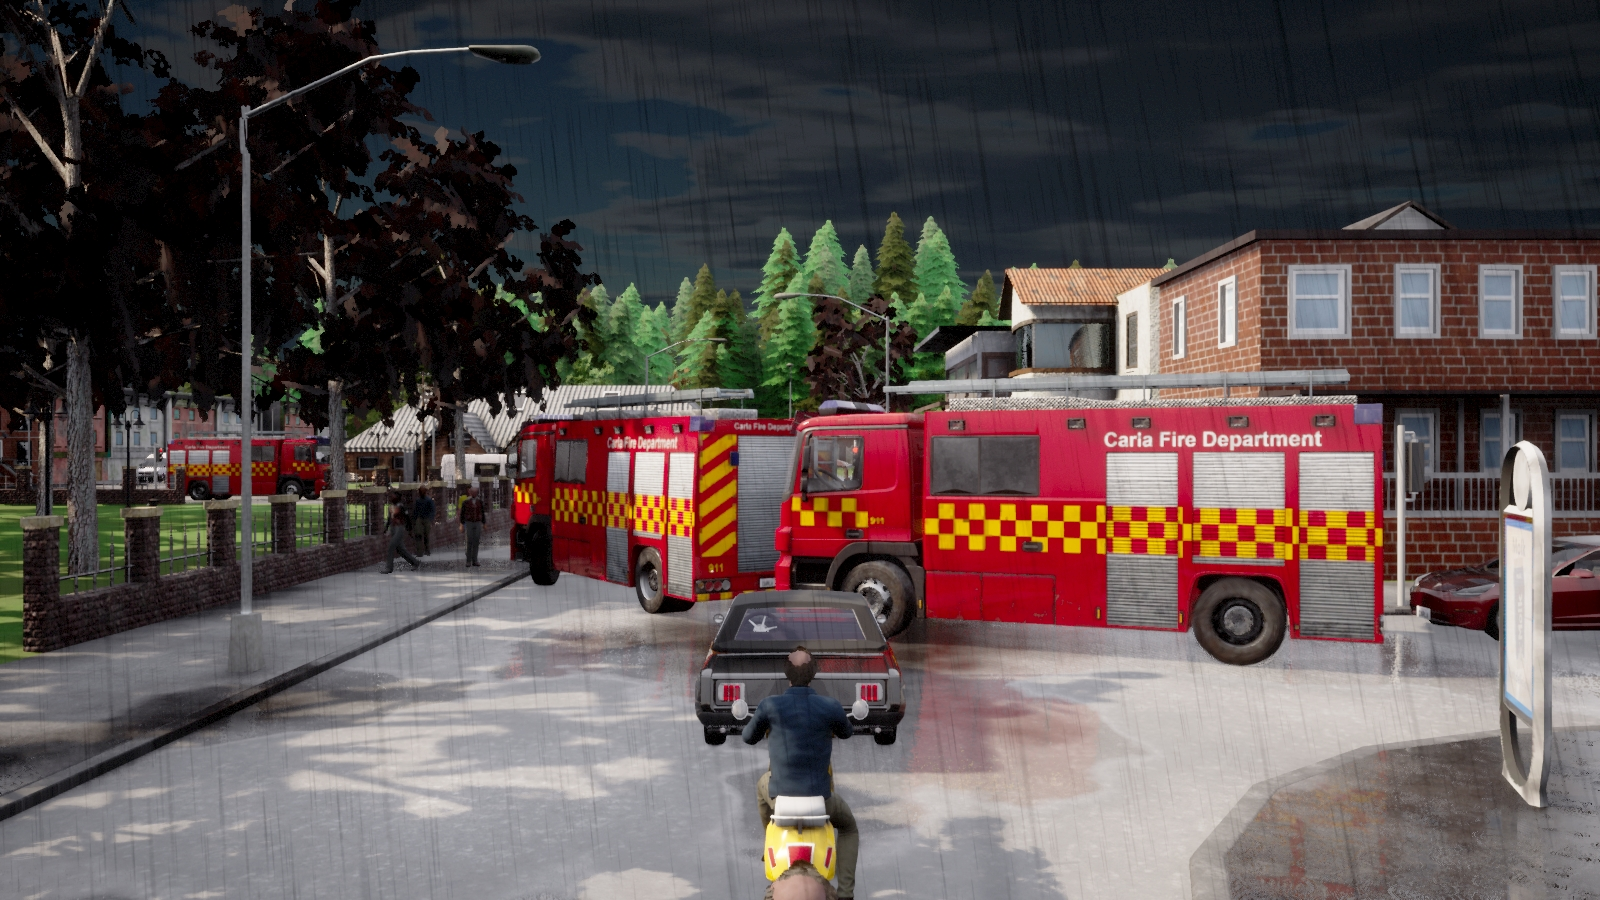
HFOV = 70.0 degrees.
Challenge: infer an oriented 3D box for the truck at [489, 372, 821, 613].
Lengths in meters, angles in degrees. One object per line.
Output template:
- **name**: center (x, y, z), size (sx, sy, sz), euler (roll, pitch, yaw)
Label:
- **truck**: center (-3.231, 0.662, 22.435), size (2.891, 3.827, 8.468), euler (0, 0, -34)

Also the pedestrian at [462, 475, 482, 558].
- **pedestrian**: center (-7.486, 1.514, 26.081), size (0.375, 1.860, 0.375), euler (0, 0, -29)

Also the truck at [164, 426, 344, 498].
- **truck**: center (-29.853, 0.645, 62.699), size (8.468, 3.827, 2.891), euler (0, 0, 1)

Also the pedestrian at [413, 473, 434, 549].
- **pedestrian**: center (-9.354, 1.513, 28.398), size (0.375, 1.860, 0.375), euler (0, 0, 1)

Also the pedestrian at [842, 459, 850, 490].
- **pedestrian**: center (2.783, 1.498, 69.094), size (0.375, 1.860, 0.375), euler (0, 0, 24)

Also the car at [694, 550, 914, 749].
- **car**: center (0.033, 1.930, 12.217), size (1.895, 1.301, 4.718), euler (0, 0, 0)

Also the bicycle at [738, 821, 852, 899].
- **bicycle**: center (-0.015, 1.938, 3.086), size (0.329, 1.271, 1.835), euler (0, 0, 0)

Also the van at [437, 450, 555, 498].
- **van**: center (-16.613, 1.289, 62.612), size (5.915, 2.561, 1.988), euler (0, 0, 0)

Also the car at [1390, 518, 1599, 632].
- **car**: center (11.887, 1.835, 17.293), size (4.792, 1.488, 2.163), euler (0, 0, 0)

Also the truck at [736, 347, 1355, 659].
- **truck**: center (3.485, 0.662, 17.021), size (8.468, 3.827, 2.891), euler (0, 0, 23)

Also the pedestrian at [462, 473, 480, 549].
- **pedestrian**: center (-8.181, 1.514, 28.411), size (0.375, 1.860, 0.375), euler (0, 0, -23)

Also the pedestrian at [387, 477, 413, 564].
- **pedestrian**: center (-8.705, 1.514, 24.849), size (0.375, 1.860, 0.375), euler (0, 0, 33)
